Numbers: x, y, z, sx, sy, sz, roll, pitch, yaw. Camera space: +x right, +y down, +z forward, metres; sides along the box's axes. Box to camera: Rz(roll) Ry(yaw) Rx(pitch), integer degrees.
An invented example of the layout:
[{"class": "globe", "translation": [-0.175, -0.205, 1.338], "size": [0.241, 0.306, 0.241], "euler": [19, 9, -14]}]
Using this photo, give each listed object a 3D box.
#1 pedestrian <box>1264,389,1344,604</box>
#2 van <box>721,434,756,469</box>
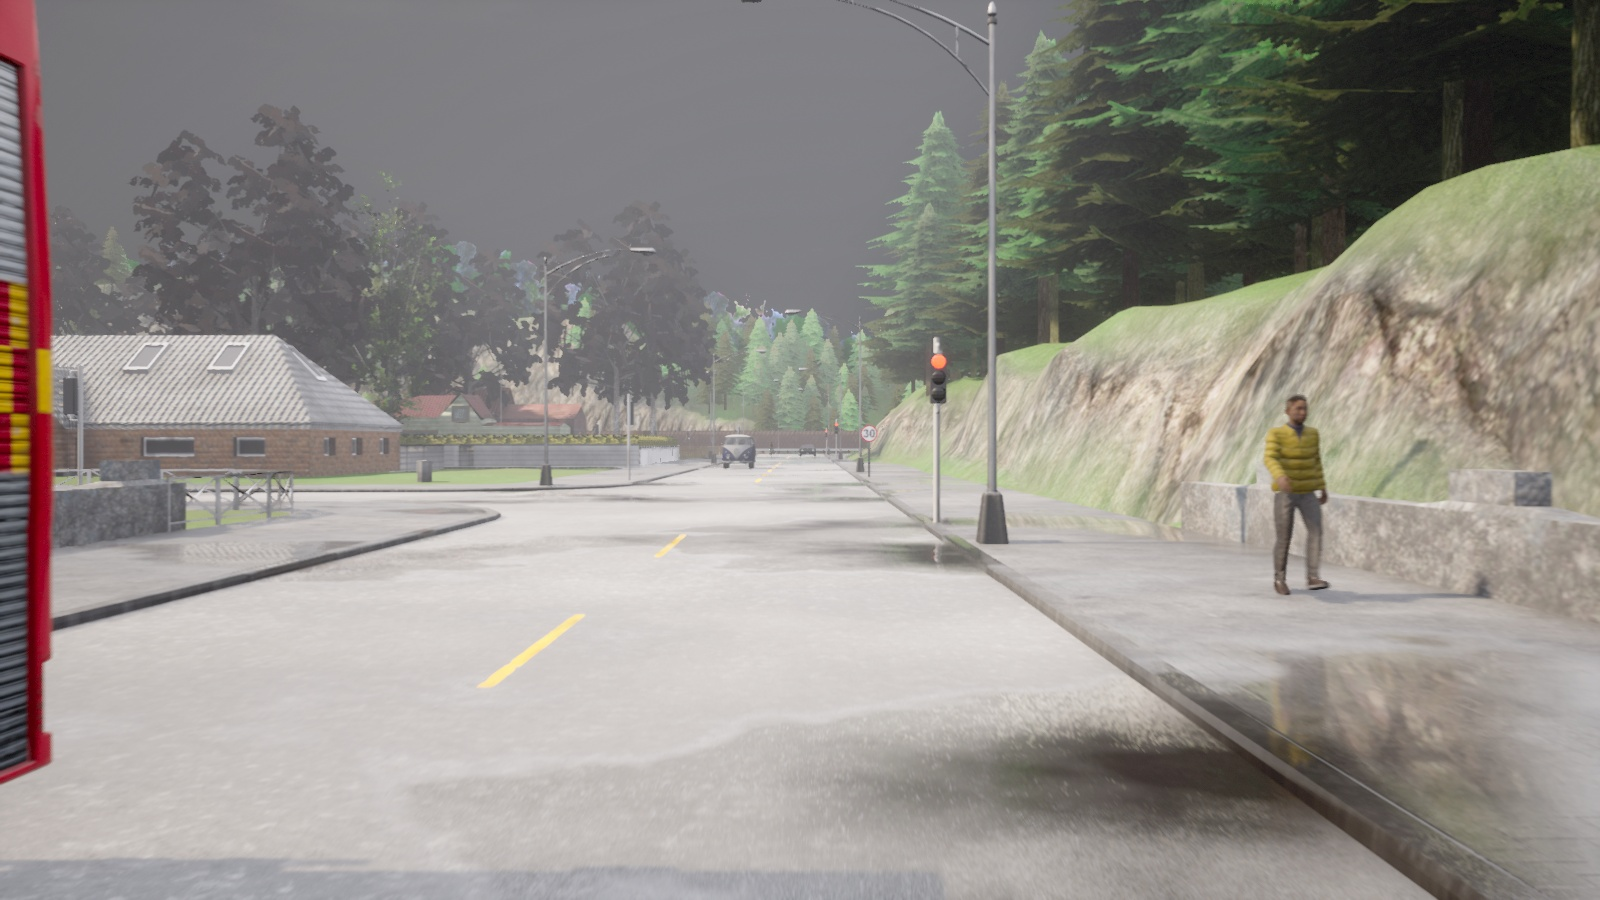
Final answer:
[{"class": "pedestrian", "translation": [4.447, 0.397, 11.104], "size": [0.431, 1.840, 0.709], "euler": [0, 0, 2]}, {"class": "van", "translation": [-3.552, 0.086, 72.794], "size": [1.775, 1.987, 4.442], "euler": [0, 0, 0]}]
